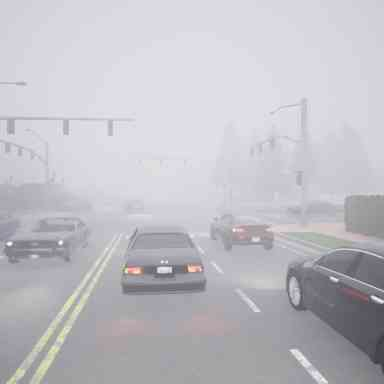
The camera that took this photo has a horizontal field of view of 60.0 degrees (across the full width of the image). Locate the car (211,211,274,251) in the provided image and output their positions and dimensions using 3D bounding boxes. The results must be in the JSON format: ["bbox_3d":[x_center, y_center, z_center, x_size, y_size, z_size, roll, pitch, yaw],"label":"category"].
[{"bbox_3d":[2.005,1.526,14.158,1.812,1.442,4.674,0,0,-7],"label":"car"}]

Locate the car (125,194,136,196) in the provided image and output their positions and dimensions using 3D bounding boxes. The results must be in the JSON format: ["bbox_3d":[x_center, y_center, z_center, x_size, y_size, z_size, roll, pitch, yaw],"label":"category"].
[{"bbox_3d":[-9.348,1.525,53.241,1.812,1.442,4.674,0,0,-6],"label":"car"}]

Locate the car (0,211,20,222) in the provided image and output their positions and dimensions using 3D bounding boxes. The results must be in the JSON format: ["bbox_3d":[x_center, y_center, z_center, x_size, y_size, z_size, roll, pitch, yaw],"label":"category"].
[{"bbox_3d":[-8.668,1.477,13.556,1.882,1.535,5.008,0,0,-7],"label":"car"}]

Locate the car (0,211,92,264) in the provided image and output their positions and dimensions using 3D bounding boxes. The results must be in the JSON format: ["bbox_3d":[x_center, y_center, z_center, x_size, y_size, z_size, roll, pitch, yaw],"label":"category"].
[{"bbox_3d":[-4.937,1.601,12.018,1.895,1.301,4.718,0,0,-8],"label":"car"}]

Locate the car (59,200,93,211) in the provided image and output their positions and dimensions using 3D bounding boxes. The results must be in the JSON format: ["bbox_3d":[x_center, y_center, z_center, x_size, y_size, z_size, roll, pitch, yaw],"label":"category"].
[{"bbox_3d":[-12.982,1.564,37.511,1.994,1.385,4.181,0,0,18],"label":"car"}]

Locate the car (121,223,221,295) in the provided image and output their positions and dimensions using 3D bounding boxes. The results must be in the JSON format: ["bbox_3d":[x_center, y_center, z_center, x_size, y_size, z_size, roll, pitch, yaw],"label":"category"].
[{"bbox_3d":[-0.838,1.547,8.896,2.033,1.411,5.357,0,0,-7],"label":"car"}]

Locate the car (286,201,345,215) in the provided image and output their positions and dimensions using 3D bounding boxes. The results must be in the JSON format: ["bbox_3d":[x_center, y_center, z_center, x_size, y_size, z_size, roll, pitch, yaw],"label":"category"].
[{"bbox_3d":[12.062,1.547,32.511,5.357,1.411,2.033,0,0,-5],"label":"car"}]

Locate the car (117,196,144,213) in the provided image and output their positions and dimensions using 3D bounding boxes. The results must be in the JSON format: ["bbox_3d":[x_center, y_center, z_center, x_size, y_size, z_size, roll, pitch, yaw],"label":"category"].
[{"bbox_3d":[-6.582,1.493,36.785,2.128,1.511,4.902,0,0,-20],"label":"car"}]

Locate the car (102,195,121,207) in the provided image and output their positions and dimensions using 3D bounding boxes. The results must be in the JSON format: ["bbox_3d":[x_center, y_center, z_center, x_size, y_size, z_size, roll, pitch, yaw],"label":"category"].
[{"bbox_3d":[-12.671,1.491,51.412,2.128,1.511,4.902,0,0,-6],"label":"car"}]

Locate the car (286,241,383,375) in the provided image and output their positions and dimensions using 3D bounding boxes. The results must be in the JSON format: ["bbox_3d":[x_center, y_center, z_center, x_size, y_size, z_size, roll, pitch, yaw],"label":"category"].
[{"bbox_3d":[2.980,1.505,4.964,1.837,1.490,4.892,0,0,-5],"label":"car"}]
